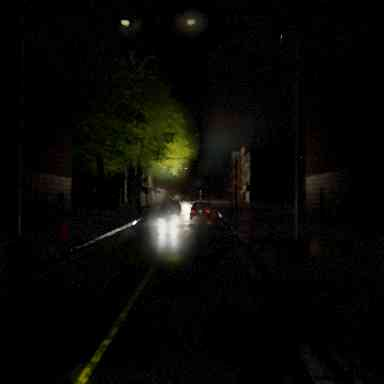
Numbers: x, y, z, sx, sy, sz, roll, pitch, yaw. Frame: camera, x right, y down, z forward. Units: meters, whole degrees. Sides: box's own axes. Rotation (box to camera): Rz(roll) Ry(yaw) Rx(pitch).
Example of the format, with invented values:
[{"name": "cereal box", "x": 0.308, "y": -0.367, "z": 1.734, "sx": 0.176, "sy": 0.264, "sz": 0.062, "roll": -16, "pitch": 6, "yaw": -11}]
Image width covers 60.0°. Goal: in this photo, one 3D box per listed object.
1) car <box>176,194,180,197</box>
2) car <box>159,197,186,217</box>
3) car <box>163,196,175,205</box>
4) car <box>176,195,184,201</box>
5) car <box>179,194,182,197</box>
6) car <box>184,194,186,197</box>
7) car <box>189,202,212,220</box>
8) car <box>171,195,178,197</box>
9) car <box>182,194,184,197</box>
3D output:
[{"name": "car", "x": -3.889, "y": 1.566, "z": 64.678, "sx": 2.008, "sy": 1.369, "sz": 4.403, "roll": 2, "pitch": 0, "yaw": 1}, {"name": "car", "x": -1.960, "y": 1.485, "z": 31.326, "sx": 2.128, "sy": 1.511, "sz": 4.902, "roll": 0, "pitch": 0, "yaw": 1}, {"name": "car", "x": -4.033, "y": 1.532, "z": 59.518, "sx": 1.752, "sy": 1.417, "sz": 4.829, "roll": 2, "pitch": 0, "yaw": 1}, {"name": "car", "x": -3.400, "y": 1.533, "z": 91.925, "sx": 1.967, "sy": 1.590, "sz": 4.097, "roll": 2, "pitch": 0, "yaw": 1}, {"name": "car", "x": -3.792, "y": 1.592, "z": 70.127, "sx": 1.947, "sy": 1.339, "sz": 4.313, "roll": 2, "pitch": 0, "yaw": 1}, {"name": "car", "x": -3.494, "y": 1.388, "z": 86.475, "sx": 2.192, "sy": 1.841, "sz": 5.009, "roll": 2, "pitch": 0, "yaw": 1}, {"name": "car", "x": 0.729, "y": 1.555, "z": 28.250, "sx": 2.033, "sy": 1.411, "sz": 5.357, "roll": 0, "pitch": 0, "yaw": 2}, {"name": "car", "x": -4.044, "y": 1.555, "z": 57.544, "sx": 2.008, "sy": 1.369, "sz": 4.403, "roll": 2, "pitch": 0, "yaw": 1}, {"name": "car", "x": -3.598, "y": 1.636, "z": 81.025, "sx": 1.802, "sy": 1.307, "sz": 4.206, "roll": 2, "pitch": 0, "yaw": 1}]
